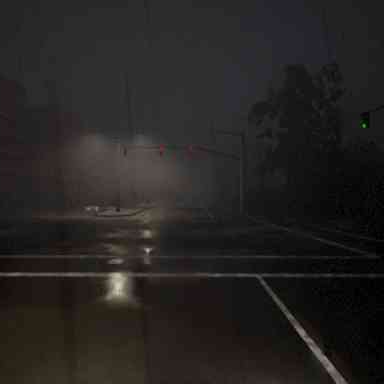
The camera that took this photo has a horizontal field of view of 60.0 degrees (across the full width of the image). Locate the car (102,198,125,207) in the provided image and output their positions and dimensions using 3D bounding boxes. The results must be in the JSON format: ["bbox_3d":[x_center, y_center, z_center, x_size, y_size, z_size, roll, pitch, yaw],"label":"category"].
[{"bbox_3d":[-11.547,1.545,50.601,2.033,1.411,5.357,0,0,0],"label":"car"}]

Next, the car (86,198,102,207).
[{"bbox_3d":[-15.038,1.561,51.759,1.994,1.385,4.181,0,0,0],"label":"car"}]
